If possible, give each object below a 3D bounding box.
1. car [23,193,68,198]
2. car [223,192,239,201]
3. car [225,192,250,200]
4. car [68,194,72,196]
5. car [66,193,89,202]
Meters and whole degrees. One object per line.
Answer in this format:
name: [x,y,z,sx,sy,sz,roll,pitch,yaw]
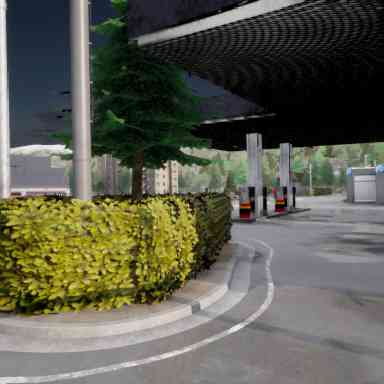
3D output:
car: [-14.795,1.183,33.599,3.866,1.878,1.905,-1,1,35]
car: [7.405,0.851,63.928,5.027,1.636,2.152,-1,1,35]
car: [9.177,0.812,66.517,4.514,1.523,2.007,-1,1,35]
car: [-24.271,1.124,63.885,3.866,1.878,1.905,-1,1,35]
car: [-22.926,1.103,66.494,4.605,1.855,1.932,-1,1,35]
